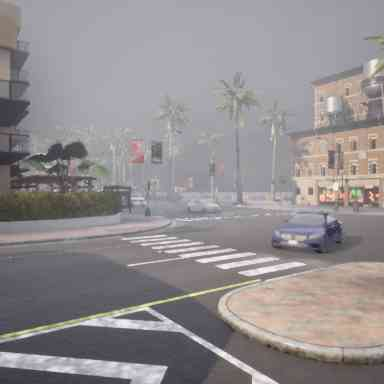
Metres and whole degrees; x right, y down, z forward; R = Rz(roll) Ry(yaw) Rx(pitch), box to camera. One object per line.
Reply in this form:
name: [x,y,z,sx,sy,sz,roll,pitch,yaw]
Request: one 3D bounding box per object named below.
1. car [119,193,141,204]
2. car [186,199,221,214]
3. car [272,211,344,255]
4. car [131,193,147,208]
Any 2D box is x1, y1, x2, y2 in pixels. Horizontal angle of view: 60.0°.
car: [-12.658,1.221,67.386,2.150,2.045,5.566,0,0,-38]
car: [1.132,1.526,35.560,1.812,1.442,4.674,0,0,-35]
car: [4.936,1.526,13.676,1.812,1.442,4.674,1,1,36]
car: [-8.771,1.222,49.672,2.150,2.045,5.566,0,0,-35]
